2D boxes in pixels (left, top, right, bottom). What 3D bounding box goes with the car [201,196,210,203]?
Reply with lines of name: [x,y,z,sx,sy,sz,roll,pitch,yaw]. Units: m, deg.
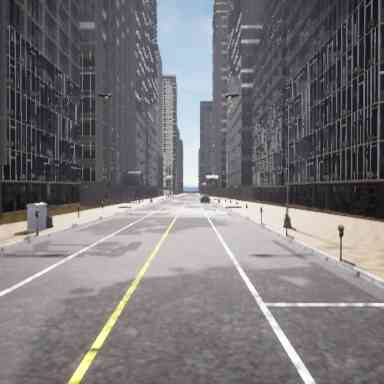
car: [2.750,1.543,69.657,1.837,1.490,4.892,0,0,0]
